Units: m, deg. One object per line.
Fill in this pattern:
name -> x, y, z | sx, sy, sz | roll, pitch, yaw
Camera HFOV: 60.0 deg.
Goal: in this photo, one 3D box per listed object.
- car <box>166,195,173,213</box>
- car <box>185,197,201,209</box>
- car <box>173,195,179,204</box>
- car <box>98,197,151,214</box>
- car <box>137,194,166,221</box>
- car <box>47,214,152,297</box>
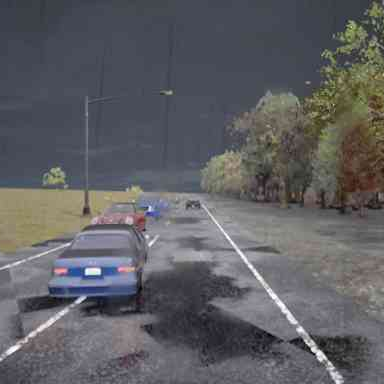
car -> -3.544, 1.323, 37.234 | 2.097, 1.767, 4.553 | 0, 0, 0
car -> 0.147, 1.468, 43.685 | 1.837, 1.490, 4.892 | 0, 0, 0
car -> -3.476, 1.295, 61.510 | 2.097, 1.767, 4.553 | 0, 0, 1
car -> -3.647, 1.341, 17.175 | 2.097, 1.767, 4.553 | 0, 0, 1
car -> -3.568, 1.203, 27.011 | 2.150, 2.045, 5.566 | 0, 0, -1
car -> -2.157, 1.542, 8.758 | 2.033, 1.411, 5.357 | 0, 0, -7
